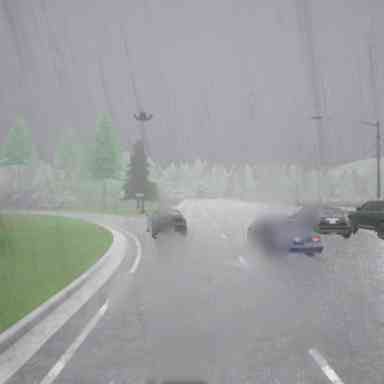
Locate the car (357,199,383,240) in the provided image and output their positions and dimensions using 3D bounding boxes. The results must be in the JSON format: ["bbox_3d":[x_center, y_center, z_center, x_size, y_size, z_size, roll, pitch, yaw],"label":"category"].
[{"bbox_3d":[10.598,1.417,18.212,2.150,2.045,5.566,0,-1,0],"label":"car"}]

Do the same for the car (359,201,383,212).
[{"bbox_3d":[27.058,2.057,47.710,5.357,1.411,2.033,0,-1,35],"label":"car"}]

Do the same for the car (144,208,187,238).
[{"bbox_3d":[-1.569,1.710,19.137,1.837,1.490,4.892,1,-1,-14],"label":"car"}]

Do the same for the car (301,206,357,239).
[{"bbox_3d":[7.098,1.555,18.918,2.097,1.767,4.553,0,-1,0],"label":"car"}]

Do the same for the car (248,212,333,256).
[{"bbox_3d":[3.598,1.695,13.739,2.033,1.411,5.357,0,-1,0],"label":"car"}]
